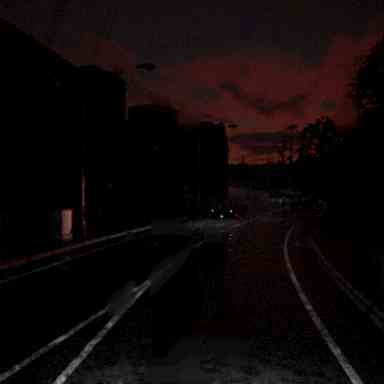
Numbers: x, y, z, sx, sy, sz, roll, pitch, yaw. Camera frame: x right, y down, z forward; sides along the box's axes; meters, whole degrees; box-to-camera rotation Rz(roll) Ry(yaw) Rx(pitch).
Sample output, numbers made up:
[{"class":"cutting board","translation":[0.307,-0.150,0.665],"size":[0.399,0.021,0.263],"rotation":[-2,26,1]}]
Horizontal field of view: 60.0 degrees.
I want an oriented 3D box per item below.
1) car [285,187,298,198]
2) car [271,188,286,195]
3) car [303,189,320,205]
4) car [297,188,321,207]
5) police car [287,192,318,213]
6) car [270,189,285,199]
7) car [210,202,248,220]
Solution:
[{"class":"car","translation":[19.816,0.108,65.932],"size":[2.150,2.045,5.566],"rotation":[0,2,4]},{"class":"car","translation":[20.697,-0.048,79.833],"size":[2.033,1.411,5.357],"rotation":[0,3,-2]},{"class":"car","translation":[17.004,0.659,47.704],"size":[2.150,2.045,5.566],"rotation":[0,1,18]},{"class":"car","translation":[14.894,0.773,41.910],"size":[2.150,2.045,5.566],"rotation":[0,1,22]},{"class":"police car","translation":[10.907,1.137,32.665],"size":[1.930,1.638,5.238],"rotation":[0,1,25]},{"class":"car","translation":[16.424,0.642,65.253],"size":[1.895,1.301,4.718],"rotation":[0,2,8]},{"class":"car","translation":[3.046,1.462,26.535],"size":[1.895,1.301,4.718],"rotation":[0,0,23]}]
